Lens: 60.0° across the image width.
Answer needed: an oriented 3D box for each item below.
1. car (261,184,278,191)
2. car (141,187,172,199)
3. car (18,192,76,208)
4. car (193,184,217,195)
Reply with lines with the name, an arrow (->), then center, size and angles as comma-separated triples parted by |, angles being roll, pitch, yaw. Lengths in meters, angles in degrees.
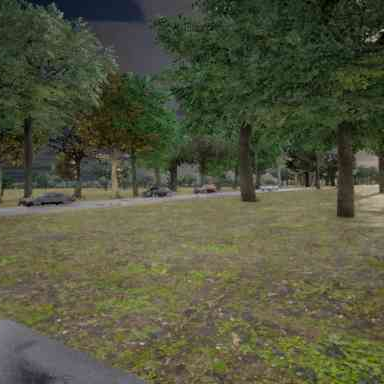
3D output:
car -> 15.450, -0.862, 66.022 | 1.895, 1.301, 4.718 | -1, 2, 37
car -> -4.834, 0.092, 45.704 | 1.837, 1.490, 4.892 | -1, 1, 38
car -> -14.359, 0.745, 33.330 | 2.033, 1.411, 5.357 | -1, 2, 38
car -> 2.186, -0.486, 54.783 | 2.097, 1.767, 4.553 | -1, 1, 38
